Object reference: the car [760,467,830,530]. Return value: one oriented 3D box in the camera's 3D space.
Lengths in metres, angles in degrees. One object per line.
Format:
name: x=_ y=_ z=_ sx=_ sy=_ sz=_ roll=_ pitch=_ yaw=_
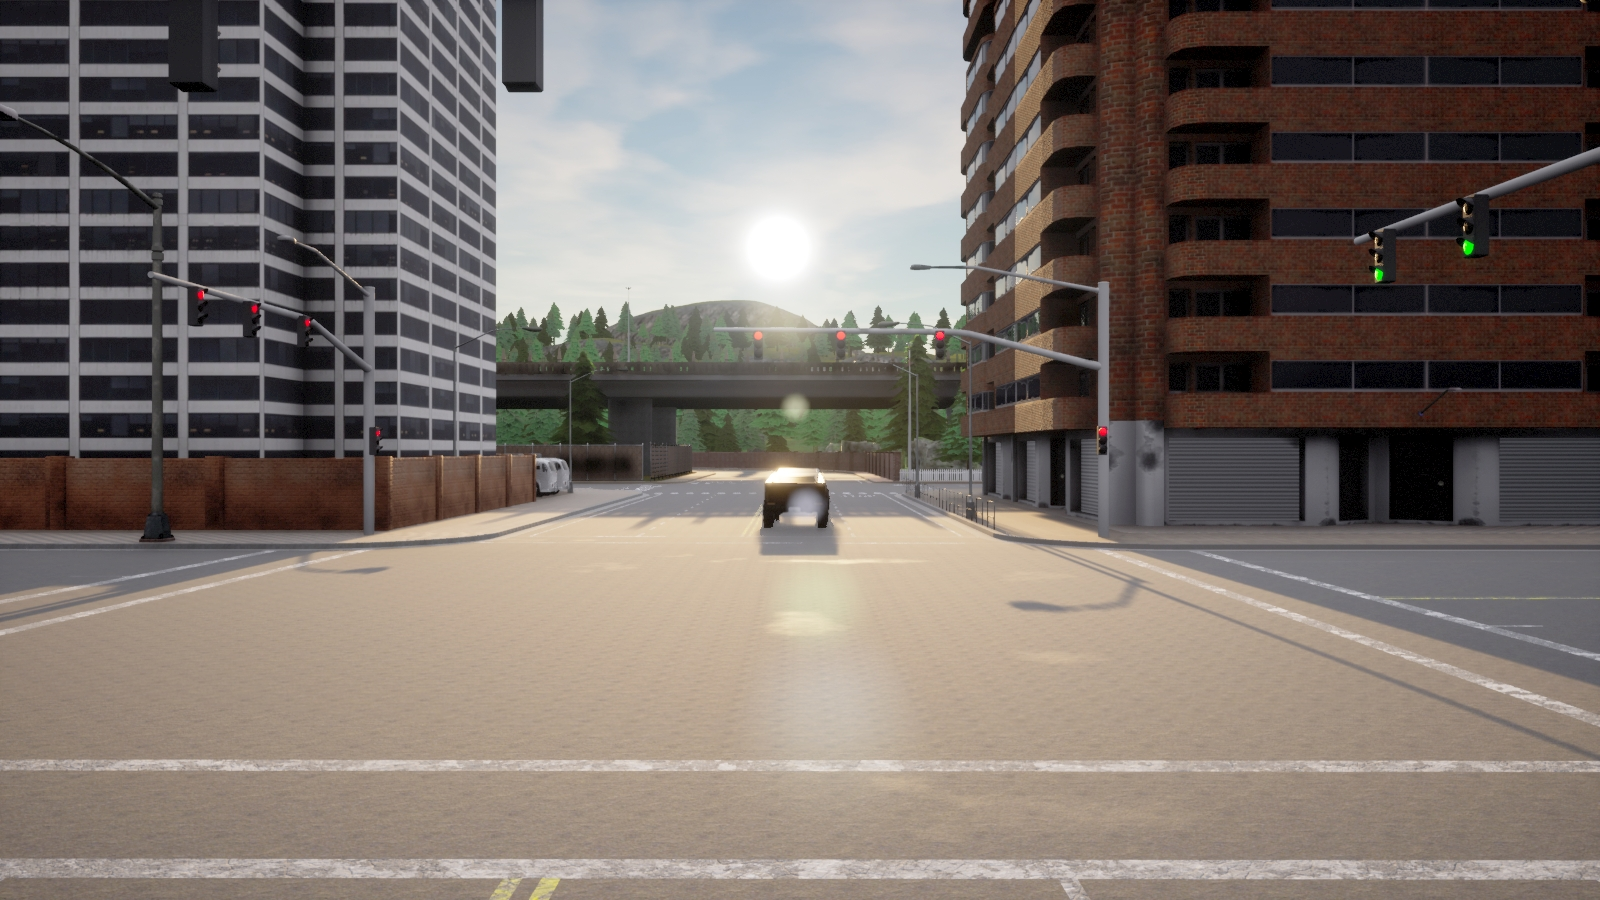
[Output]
car: x=-0.090 y=1.751 z=43.149 sx=2.390 sy=2.098 sz=6.274 roll=0 pitch=0 yaw=2
